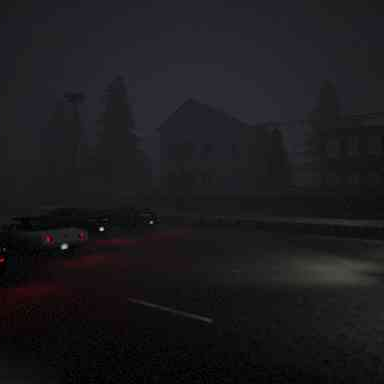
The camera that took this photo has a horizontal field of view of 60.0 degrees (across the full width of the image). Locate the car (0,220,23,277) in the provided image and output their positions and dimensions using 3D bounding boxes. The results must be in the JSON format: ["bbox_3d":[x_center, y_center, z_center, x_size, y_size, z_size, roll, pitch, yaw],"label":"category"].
[{"bbox_3d":[-6.593,1.509,8.696,4.674,1.442,1.812,0,0,36],"label":"car"}]

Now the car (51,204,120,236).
[{"bbox_3d":[-6.208,1.480,17.019,4.892,1.490,1.837,0,0,36],"label":"car"}]

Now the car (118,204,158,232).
[{"bbox_3d":[-4.229,1.467,19.908,4.902,1.511,2.128,0,0,36],"label":"car"}]

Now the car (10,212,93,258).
[{"bbox_3d":[-6.183,1.580,12.702,4.718,1.301,1.895,0,0,36],"label":"car"}]
